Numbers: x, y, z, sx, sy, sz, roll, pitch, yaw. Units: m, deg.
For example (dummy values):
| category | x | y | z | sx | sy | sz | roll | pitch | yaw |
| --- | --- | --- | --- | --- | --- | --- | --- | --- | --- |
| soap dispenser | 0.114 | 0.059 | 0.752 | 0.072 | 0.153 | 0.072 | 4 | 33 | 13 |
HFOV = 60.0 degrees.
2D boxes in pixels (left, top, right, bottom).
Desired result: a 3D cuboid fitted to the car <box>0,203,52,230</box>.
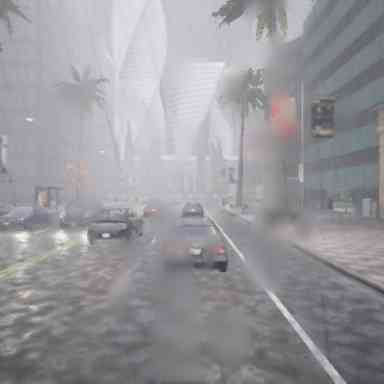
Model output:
| category | x | y | z | sx | sy | sz | roll | pitch | yaw |
| --- | --- | --- | --- | --- | --- | --- | --- | --- | --- |
| car | -10.602 | 1.549 | 21.391 | 1.812 | 1.442 | 4.674 | 0 | 0 | 0 |

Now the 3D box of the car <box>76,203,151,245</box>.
| category | x | y | z | sx | sy | sz | roll | pitch | yaw |
| --- | --- | --- | --- | --- | --- | --- | --- | --- | --- |
| car | -3.402 | 1.508 | 15.591 | 2.128 | 1.511 | 4.902 | 0 | 0 | 0 |

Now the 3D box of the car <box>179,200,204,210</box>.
| category | x | y | z | sx | sy | sz | roll | pitch | yaw |
| --- | --- | --- | --- | --- | --- | --- | --- | --- | --- |
| car | 0.094 | 1.595 | 31.726 | 1.994 | 1.385 | 4.181 | 0 | 0 | 0 |

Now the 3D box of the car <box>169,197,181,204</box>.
| category | x | y | z | sx | sy | sz | roll | pitch | yaw |
| --- | --- | --- | --- | --- | --- | --- | --- | --- | --- |
| car | -3.871 | 1.664 | 63.212 | 1.895 | 1.301 | 4.718 | 0 | 0 | 23 |

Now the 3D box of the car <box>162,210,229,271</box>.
| category | x | y | z | sx | sy | sz | roll | pitch | yaw |
| --- | --- | --- | --- | --- | --- | --- | --- | --- | --- |
| car | 0.099 | 1.558 | 10.893 | 2.033 | 1.411 | 5.357 | 0 | 0 | 0 |

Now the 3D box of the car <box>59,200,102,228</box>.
| category | x | y | z | sx | sy | sz | roll | pitch | yaw |
| --- | --- | --- | --- | --- | --- | --- | --- | --- | --- |
| car | -7.101 | 1.376 | 22.139 | 2.097 | 1.767 | 4.553 | 0 | 0 | 0 |

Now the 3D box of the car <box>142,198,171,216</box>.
| category | x | y | z | sx | sy | sz | roll | pitch | yaw |
| --- | --- | --- | --- | --- | --- | --- | --- | --- | --- |
| car | -3.406 | 1.596 | 31.732 | 1.994 | 1.385 | 4.181 | 0 | 0 | 0 |
